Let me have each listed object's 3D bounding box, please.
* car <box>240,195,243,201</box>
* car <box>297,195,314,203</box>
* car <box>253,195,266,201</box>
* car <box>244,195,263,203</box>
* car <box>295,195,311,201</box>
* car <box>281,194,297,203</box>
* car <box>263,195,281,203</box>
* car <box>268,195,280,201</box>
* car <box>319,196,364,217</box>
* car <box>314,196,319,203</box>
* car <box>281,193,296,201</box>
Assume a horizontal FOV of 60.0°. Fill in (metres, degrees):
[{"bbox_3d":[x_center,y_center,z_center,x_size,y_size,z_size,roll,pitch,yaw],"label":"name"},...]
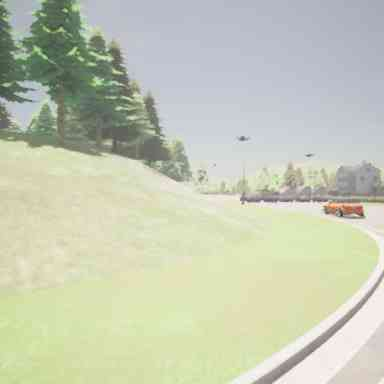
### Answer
[{"bbox_3d":[12.762,1.470,80.221,2.128,1.511,4.902,0,0,-1],"label":"car"},{"bbox_3d":[23.479,1.588,70.448,1.895,1.301,4.718,0,0,-1],"label":"car"},{"bbox_3d":[16.262,1.457,80.267,2.033,1.411,5.357,0,0,-1],"label":"car"},{"bbox_3d":[12.980,1.432,70.190,2.097,1.767,4.553,0,0,-1],"label":"car"},{"bbox_3d":[26.759,1.374,80.495,2.033,1.411,5.357,0,0,-1],"label":"car"},{"bbox_3d":[19.980,1.544,70.342,1.812,1.442,4.674,0,0,-1],"label":"car"},{"bbox_3d":[16.489,1.524,69.850,1.882,1.535,5.008,0,0,-1],"label":"car"},{"bbox_3d":[19.761,1.442,80.343,1.994,1.385,4.181,0,0,-1],"label":"car"},{"bbox_3d":[13.806,1.325,30.579,2.097,1.767,4.553,0,0,1],"label":"car"},{"bbox_3d":[26.987,1.488,70.078,2.128,1.511,4.902,0,0,-1],"label":"car"},{"bbox_3d":[23.260,1.216,80.390,2.097,1.767,4.553,0,0,-1],"label":"car"}]
